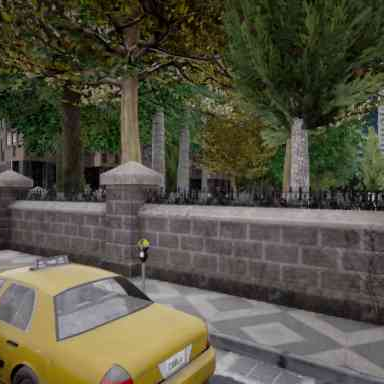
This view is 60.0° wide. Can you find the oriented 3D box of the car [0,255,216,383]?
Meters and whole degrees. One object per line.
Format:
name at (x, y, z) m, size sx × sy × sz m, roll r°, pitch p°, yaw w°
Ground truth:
car at (-2.027, 1.525, 4.404) m, size 4.829 × 1.417 × 1.752 m, roll 0°, pitch 0°, yaw 35°
